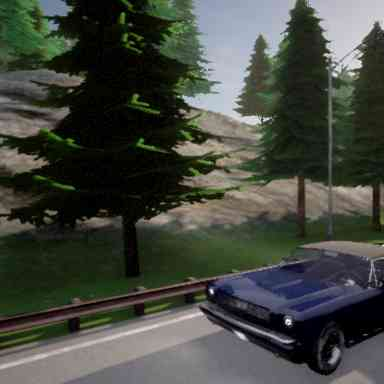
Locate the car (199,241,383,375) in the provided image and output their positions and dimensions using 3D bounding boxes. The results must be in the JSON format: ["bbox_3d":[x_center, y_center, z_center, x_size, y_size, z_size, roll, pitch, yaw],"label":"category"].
[{"bbox_3d":[2.461,1.602,5.708,4.718,1.301,1.895,0,0,-35],"label":"car"}]
